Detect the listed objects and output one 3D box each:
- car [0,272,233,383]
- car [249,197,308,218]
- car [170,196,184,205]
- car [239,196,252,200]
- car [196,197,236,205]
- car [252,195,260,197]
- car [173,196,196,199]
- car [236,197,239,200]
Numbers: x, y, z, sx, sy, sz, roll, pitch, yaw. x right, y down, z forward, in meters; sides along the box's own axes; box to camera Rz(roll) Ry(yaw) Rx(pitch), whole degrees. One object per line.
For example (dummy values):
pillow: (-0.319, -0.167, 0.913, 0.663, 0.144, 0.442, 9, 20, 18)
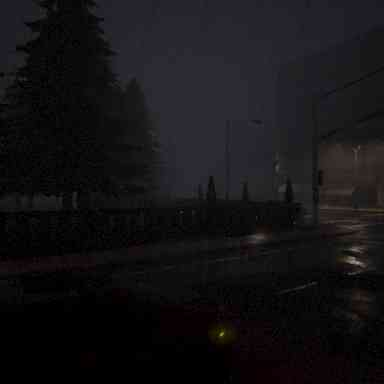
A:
car: (-1.725, 1.526, 2.747, 4.674, 1.442, 1.812, 0, 0, -36)
car: (7.503, 1.422, 28.479, 1.882, 1.535, 5.008, 0, 0, -33)
car: (-2.551, 1.436, 56.516, 2.128, 1.511, 4.902, 0, 0, 0)
car: (7.904, 1.492, 55.151, 2.033, 1.411, 5.357, 0, 0, -3)
car: (2.534, 1.470, 36.746, 1.812, 1.442, 4.674, 0, 0, -28)
car: (14.852, 1.469, 77.601, 1.812, 1.442, 4.674, 0, 0, 40)
car: (-1.213, 1.470, 46.286, 1.812, 1.442, 4.674, 0, 0, -14)
car: (3.673, 1.545, 42.243, 1.895, 1.301, 4.718, 0, 0, -20)
